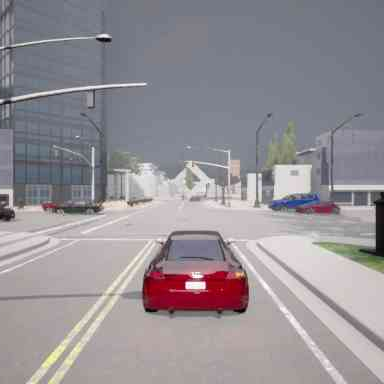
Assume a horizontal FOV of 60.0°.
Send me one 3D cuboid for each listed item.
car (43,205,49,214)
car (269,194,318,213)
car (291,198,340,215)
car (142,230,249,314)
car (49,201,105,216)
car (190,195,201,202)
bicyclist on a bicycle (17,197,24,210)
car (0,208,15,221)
[{"bbox_3d":[-13.861,1.682,36.857,4.718,1.301,1.895,-1,0,0],"label":"car"},{"bbox_3d":[11.420,1.217,37.084,5.566,2.045,2.150,0,0,0],"label":"car"},{"bbox_3d":[12.522,1.557,33.181,4.181,1.385,1.994,0,0,-5],"label":"car"},{"bbox_3d":[0.075,1.564,7.685,1.994,1.385,4.181,0,0,0],"label":"car"},{"bbox_3d":[-11.335,1.659,33.378,4.718,1.301,1.895,-1,0,0],"label":"car"},{"bbox_3d":[0.785,1.524,77.306,1.812,1.442,4.674,0,0,12],"label":"car"},{"bbox_3d":[-21.975,1.466,42.578,0.582,1.620,1.656,-1,0,0],"label":"bicyclist on a bicycle"},{"bbox_3d":[-16.597,1.587,26.143,5.008,1.535,1.882,-1,0,0],"label":"car"}]
